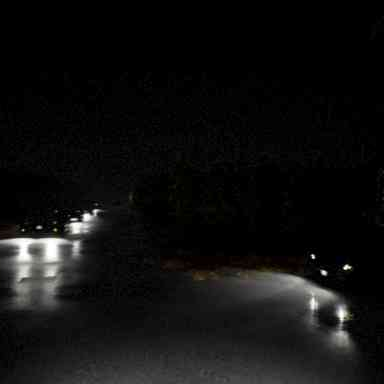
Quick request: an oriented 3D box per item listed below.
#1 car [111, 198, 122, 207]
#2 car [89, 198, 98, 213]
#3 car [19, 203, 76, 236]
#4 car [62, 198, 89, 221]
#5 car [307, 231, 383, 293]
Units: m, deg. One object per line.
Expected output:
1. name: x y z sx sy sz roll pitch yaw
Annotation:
1. car: -13.392 1.850 59.163 2.128 1.511 4.902 1 -1 -12
2. car: -11.591 1.413 35.586 2.128 1.511 4.902 1 -1 -12
3. car: -7.704 1.505 17.800 1.994 1.385 4.181 1 0 -13
4. car: -9.595 1.413 26.430 1.837 1.490 4.892 1 0 -12
5. car: 6.030 1.783 9.229 5.357 1.411 2.033 2 0 -13
